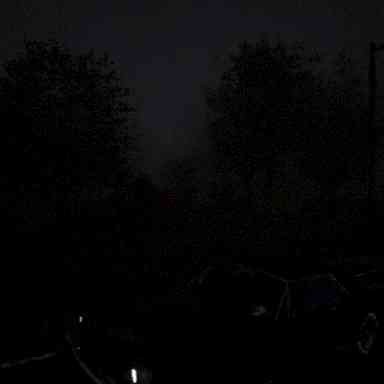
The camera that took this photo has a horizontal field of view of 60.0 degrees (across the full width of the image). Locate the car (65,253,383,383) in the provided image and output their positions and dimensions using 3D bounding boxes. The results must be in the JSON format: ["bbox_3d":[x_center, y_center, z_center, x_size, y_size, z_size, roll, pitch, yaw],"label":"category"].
[{"bbox_3d":[0.846,1.635,4.594,4.718,1.301,1.895,1,0,-35],"label":"car"}]
